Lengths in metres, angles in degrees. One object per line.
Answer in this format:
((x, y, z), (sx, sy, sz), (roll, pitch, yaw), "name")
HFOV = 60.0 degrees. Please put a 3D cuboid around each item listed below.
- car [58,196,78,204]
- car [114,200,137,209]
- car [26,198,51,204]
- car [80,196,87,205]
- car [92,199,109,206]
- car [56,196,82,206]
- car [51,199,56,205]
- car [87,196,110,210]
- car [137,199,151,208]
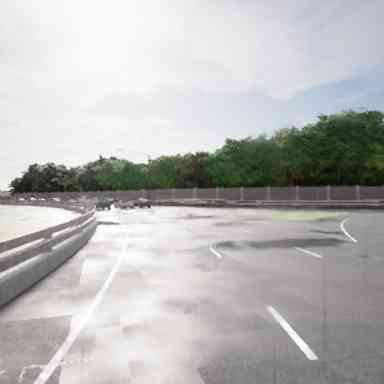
((-30.488, 1.935, 81.407), (5.566, 2.045, 2.150), (-1, 0, 41), "car")
((-10.752, 1.994, 52.105), (1.895, 1.301, 4.718), (0, 0, -30), "car")
((-35.180, 2.251, 76.216), (5.357, 1.411, 2.033), (-1, 0, 41), "car")
((-22.030, 1.794, 67.969), (2.150, 2.045, 5.566), (0, 0, -41), "car")
((-19.335, 2.116, 70.204), (1.994, 1.385, 4.181), (0, 0, -41), "car")
((-24.087, 2.106, 64.986), (2.033, 1.411, 5.357), (0, 0, -41), "car")
((-32.810, 2.263, 78.790), (4.181, 1.385, 1.994), (-1, 0, 41), "car")
((-14.069, 1.760, 50.826), (2.097, 1.767, 4.553), (0, 0, -31), "car")
((-8.483, 1.902, 55.113), (1.837, 1.490, 4.892), (0, 0, -33), "car")
